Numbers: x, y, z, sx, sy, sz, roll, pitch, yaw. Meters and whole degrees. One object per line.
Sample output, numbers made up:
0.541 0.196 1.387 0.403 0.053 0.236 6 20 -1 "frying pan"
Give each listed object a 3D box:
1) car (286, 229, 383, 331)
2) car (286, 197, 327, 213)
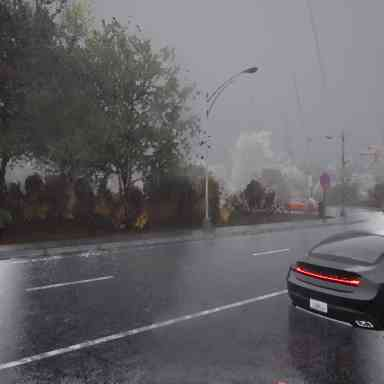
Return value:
3.923 1.505 6.537 4.892 1.490 1.837 0 0 -35 "car"
12.594 1.352 36.887 2.097 1.767 4.553 0 0 -32 "car"
